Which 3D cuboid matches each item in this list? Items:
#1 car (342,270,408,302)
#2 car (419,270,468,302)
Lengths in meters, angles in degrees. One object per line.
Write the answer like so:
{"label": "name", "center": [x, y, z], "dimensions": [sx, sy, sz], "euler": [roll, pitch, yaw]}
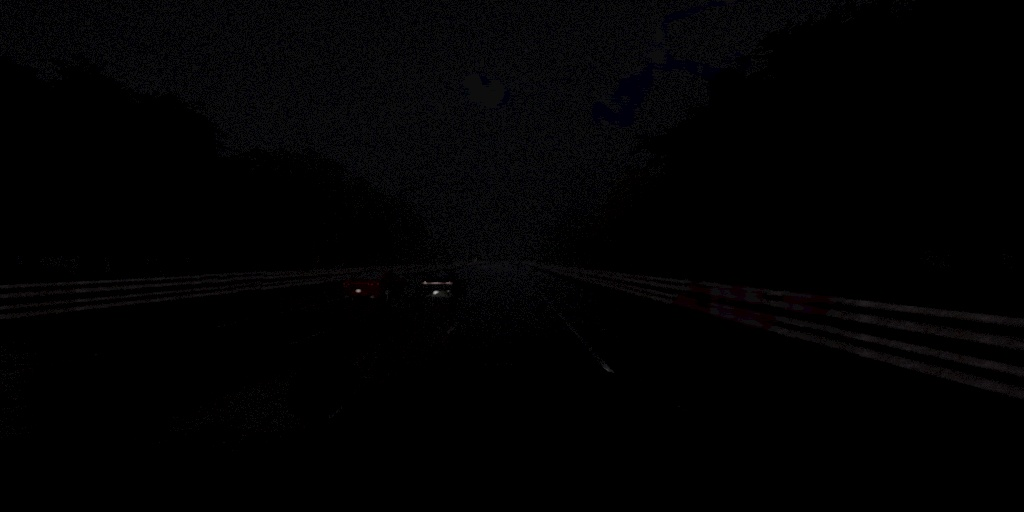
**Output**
{"label": "car", "center": [-6.894, 1.447, 18.574], "dimensions": [1.882, 1.535, 5.008], "euler": [0, -1, 0]}
{"label": "car", "center": [-3.397, 1.461, 18.402], "dimensions": [2.128, 1.511, 4.902], "euler": [0, -1, 0]}
